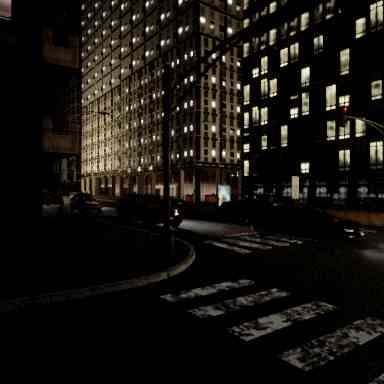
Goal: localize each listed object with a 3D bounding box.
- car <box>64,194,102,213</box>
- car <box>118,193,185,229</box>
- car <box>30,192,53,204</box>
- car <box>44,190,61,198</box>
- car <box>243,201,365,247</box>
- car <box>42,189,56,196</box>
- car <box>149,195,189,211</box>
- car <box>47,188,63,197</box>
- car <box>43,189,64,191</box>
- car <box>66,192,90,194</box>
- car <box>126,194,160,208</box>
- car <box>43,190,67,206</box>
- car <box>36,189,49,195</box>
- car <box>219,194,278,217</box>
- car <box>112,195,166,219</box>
[{"bbox_3d":[-9.098,1.067,28.294,1.802,1.307,4.206,2,0,-36],"label":"car"},{"bbox_3d":[-2.557,1.008,19.330,2.192,1.841,5.009,2,0,-36],"label":"car"},{"bbox_3d":[-18.898,0.753,41.738,1.802,1.307,4.206,2,0,-36],"label":"car"},{"bbox_3d":[-25.516,0.382,60.618,1.994,1.385,4.181,0,1,-36],"label":"car"},{"bbox_3d":[4.911,1.357,14.665,4.892,1.490,1.837,1,1,44],"label":"car"},{"bbox_3d":[-31.770,0.097,73.625,1.887,1.381,4.507,1,0,-36],"label":"car"},{"bbox_3d":[-2.363,1.070,33.281,1.947,1.339,4.313,1,0,-36],"label":"car"},{"bbox_3d":[-28.500,0.099,69.141,1.967,1.590,4.097,1,0,-36],"label":"car"},{"bbox_3d":[-20.829,0.487,48.930,1.812,1.442,4.674,0,1,-36],"label":"car"},{"bbox_3d":[-11.843,0.842,36.445,1.837,1.490,4.892,0,1,-36],"label":"car"},{"bbox_3d":[-5.631,0.966,37.764,1.947,1.339,4.313,1,0,-36],"label":"car"},{"bbox_3d":[-15.631,0.827,37.257,2.008,1.369,4.403,2,0,-36],"label":"car"},{"bbox_3d":[-35.038,-0.010,78.107,1.887,1.381,4.507,1,0,-36],"label":"car"},{"bbox_3d":[4.178,1.027,24.315,2.192,1.841,5.009,1,0,-36],"label":"car"},{"bbox_3d":[-4.233,1.072,25.994,2.128,1.511,4.902,0,1,-36],"label":"car"}]
